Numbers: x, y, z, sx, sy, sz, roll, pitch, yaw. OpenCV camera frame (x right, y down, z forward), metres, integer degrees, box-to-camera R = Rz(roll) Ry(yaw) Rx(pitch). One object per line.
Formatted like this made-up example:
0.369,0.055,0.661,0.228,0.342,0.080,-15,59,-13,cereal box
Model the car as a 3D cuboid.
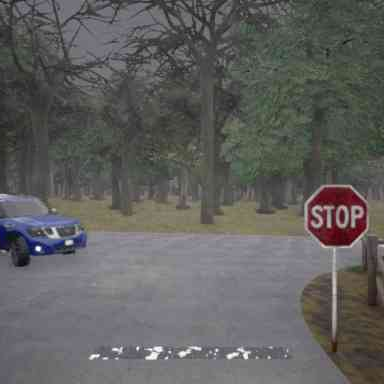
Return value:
-6.236,1.122,11.511,5.566,2.045,2.150,2,1,27,car
